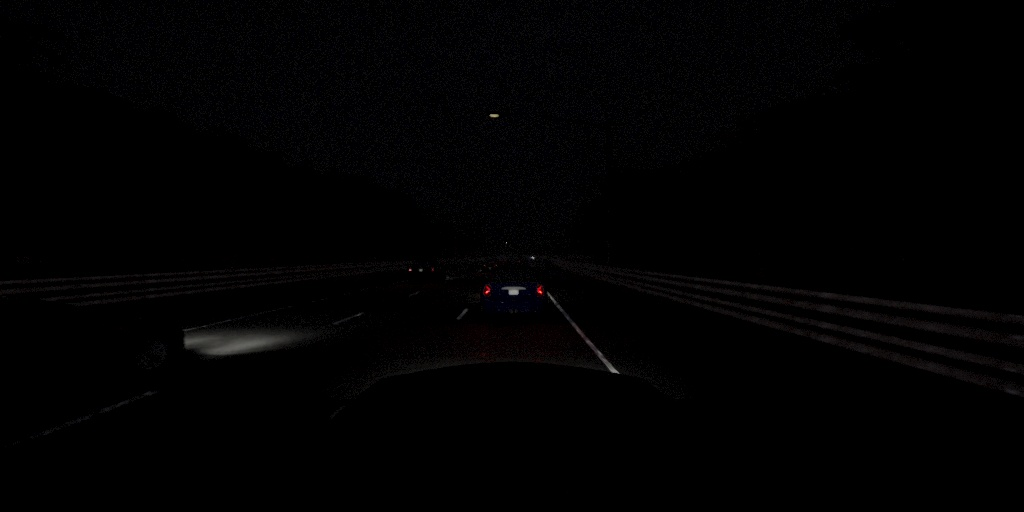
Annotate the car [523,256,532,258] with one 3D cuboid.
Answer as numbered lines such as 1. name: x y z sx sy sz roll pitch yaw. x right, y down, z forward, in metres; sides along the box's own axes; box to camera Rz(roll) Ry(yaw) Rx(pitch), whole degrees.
1. car: 1.926 1.130 62.635 2.128 1.511 4.902 0 0 4

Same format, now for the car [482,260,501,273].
1. car: -2.459 1.209 44.112 1.812 1.442 4.674 0 0 2

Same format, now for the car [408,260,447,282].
1. car: -6.529 1.065 28.078 2.097 1.767 4.553 0 0 2

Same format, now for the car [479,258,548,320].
1. car: 0.076 1.093 12.739 2.097 1.767 4.553 0 0 1

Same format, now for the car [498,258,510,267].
1. car: -1.391 1.107 64.041 1.882 1.535 5.008 0 0 4

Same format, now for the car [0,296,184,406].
1. car: -6.898 1.249 4.497 1.837 1.490 4.892 0 0 0
